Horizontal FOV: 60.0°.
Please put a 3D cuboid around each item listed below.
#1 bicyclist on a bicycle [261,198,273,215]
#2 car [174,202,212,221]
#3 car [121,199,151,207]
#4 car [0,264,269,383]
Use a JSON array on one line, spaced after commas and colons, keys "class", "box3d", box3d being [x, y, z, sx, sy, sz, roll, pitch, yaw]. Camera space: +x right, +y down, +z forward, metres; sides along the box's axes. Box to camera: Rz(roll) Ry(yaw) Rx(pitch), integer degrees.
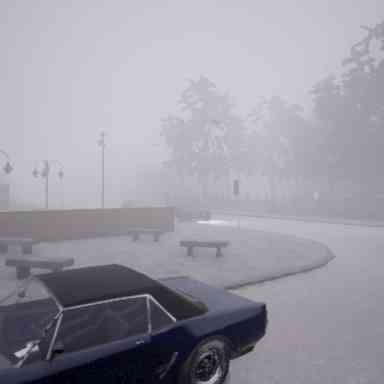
[{"class": "bicyclist on a bicycle", "box3d": [7.092, 1.349, 31.482, 1.656, 1.620, 0.582, 0, 0, -35]}, {"class": "car", "box3d": [-0.249, 1.564, 27.323, 1.994, 1.385, 4.181, 0, 0, -35]}, {"class": "car", "box3d": [-6.019, 1.505, 35.458, 1.837, 1.490, 4.892, 0, 0, -35]}, {"class": "car", "box3d": [-1.437, 1.601, 3.581, 4.718, 1.301, 1.895, 0, 0, -36]}]
